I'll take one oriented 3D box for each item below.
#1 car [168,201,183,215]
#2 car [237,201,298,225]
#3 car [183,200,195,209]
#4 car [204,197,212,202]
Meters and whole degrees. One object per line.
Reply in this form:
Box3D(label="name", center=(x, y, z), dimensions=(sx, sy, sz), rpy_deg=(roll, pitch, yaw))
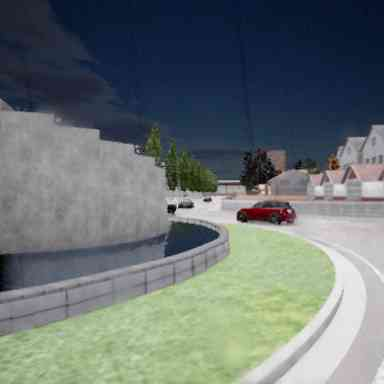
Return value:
Box3D(label="car", center=(-3.446, 1.705, 36.068), dimensions=(2.128, 1.511, 4.902), rpy_deg=(0, 0, -33))
Box3D(label="car", center=(5.491, 1.445, 24.909), dimensions=(2.097, 1.767, 4.553), rpy_deg=(0, 0, -40))
Box3D(label="car", center=(-0.716, 1.828, 50.067), dimensions=(1.994, 1.385, 4.181), rpy_deg=(0, 0, 7))
Box3D(label="car", center=(4.105, 1.889, 85.367), dimensions=(1.994, 1.385, 4.181), rpy_deg=(0, 0, 8))
